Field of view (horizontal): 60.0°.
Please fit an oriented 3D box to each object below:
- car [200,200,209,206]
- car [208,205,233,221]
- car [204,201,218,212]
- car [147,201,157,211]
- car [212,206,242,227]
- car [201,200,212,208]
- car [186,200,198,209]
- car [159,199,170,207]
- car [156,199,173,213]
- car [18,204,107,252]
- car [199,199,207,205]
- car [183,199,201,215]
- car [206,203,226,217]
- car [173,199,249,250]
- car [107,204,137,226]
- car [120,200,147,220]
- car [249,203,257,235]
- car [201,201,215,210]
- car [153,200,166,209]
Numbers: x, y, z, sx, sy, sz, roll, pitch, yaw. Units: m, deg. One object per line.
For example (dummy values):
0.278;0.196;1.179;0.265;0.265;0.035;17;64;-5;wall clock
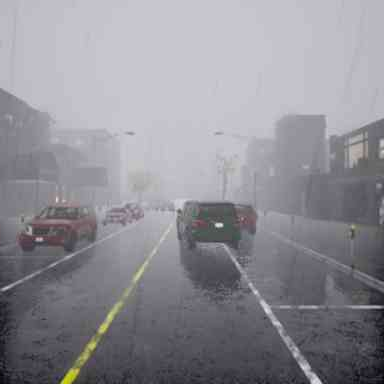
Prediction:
2.672;2.427;72.794;1.802;1.307;4.206;0;-1;0;car
2.631;1.927;31.566;1.947;1.339;4.313;0;-1;0;car
2.656;2.078;48.029;1.752;1.417;4.829;0;-1;0;car
-5.857;2.097;49.623;1.752;1.417;4.829;1;-1;0;car
2.643;1.864;26.033;1.947;1.339;4.313;0;-1;0;car
2.691;2.304;63.793;1.947;1.339;4.313;0;-1;0;car
-0.028;2.186;60.035;2.128;1.511;4.902;0;-1;0;car
-5.964;2.273;71.677;1.967;1.590;4.097;0;-1;0;car
-3.182;2.007;44.854;2.128;1.511;4.902;0;-1;0;car
-5.712;1.486;14.955;2.192;1.841;5.009;1;-1;0;car
2.652;2.498;81.796;1.887;1.381;4.507;0;-1;0;car
0.010;1.832;41.721;2.097;1.767;4.553;0;-1;0;car
2.627;1.967;36.793;1.887;1.381;4.507;0;-1;0;car
0.602;1.398;15.433;2.150;2.045;5.566;0;-1;-9;car
-5.738;1.880;26.017;1.802;1.307;4.206;1;-1;0;car
-5.748;1.802;31.551;1.967;1.590;4.097;1;-1;0;car
2.657;1.549;20.504;2.192;1.841;5.009;0;-1;0;car
2.679;2.200;56.249;2.008;1.369;4.403;0;-1;0;car
-5.935;2.255;60.857;2.008;1.369;4.403;0;-1;0;car
